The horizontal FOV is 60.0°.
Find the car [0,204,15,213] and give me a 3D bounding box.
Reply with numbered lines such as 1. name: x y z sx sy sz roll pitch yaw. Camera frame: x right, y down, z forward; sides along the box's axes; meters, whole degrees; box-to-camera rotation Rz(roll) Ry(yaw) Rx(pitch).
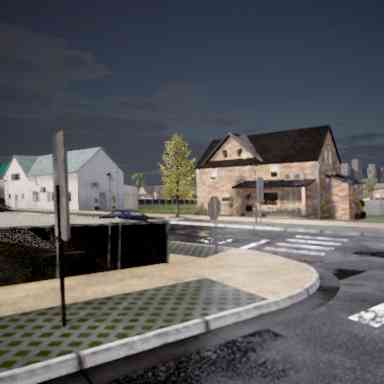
1. car: -18.487 1.867 31.370 4.902 1.511 2.128 -1 2 38

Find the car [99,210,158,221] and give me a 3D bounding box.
1. car: -3.880 1.778 20.153 4.181 1.385 1.994 -1 2 38
